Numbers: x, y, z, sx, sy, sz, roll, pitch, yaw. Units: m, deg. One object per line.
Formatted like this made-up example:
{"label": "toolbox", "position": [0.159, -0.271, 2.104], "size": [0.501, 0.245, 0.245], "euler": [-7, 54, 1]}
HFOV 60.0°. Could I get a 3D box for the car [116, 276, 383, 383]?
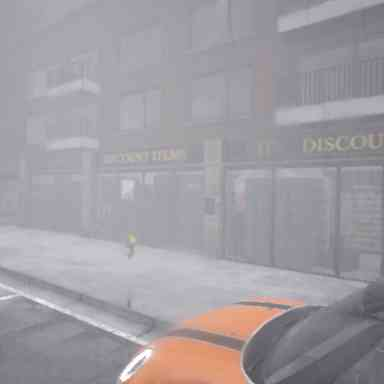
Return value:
{"label": "car", "position": [1.537, 1.369, 2.071], "size": [4.553, 1.767, 2.097], "euler": [1, 0, 37]}
